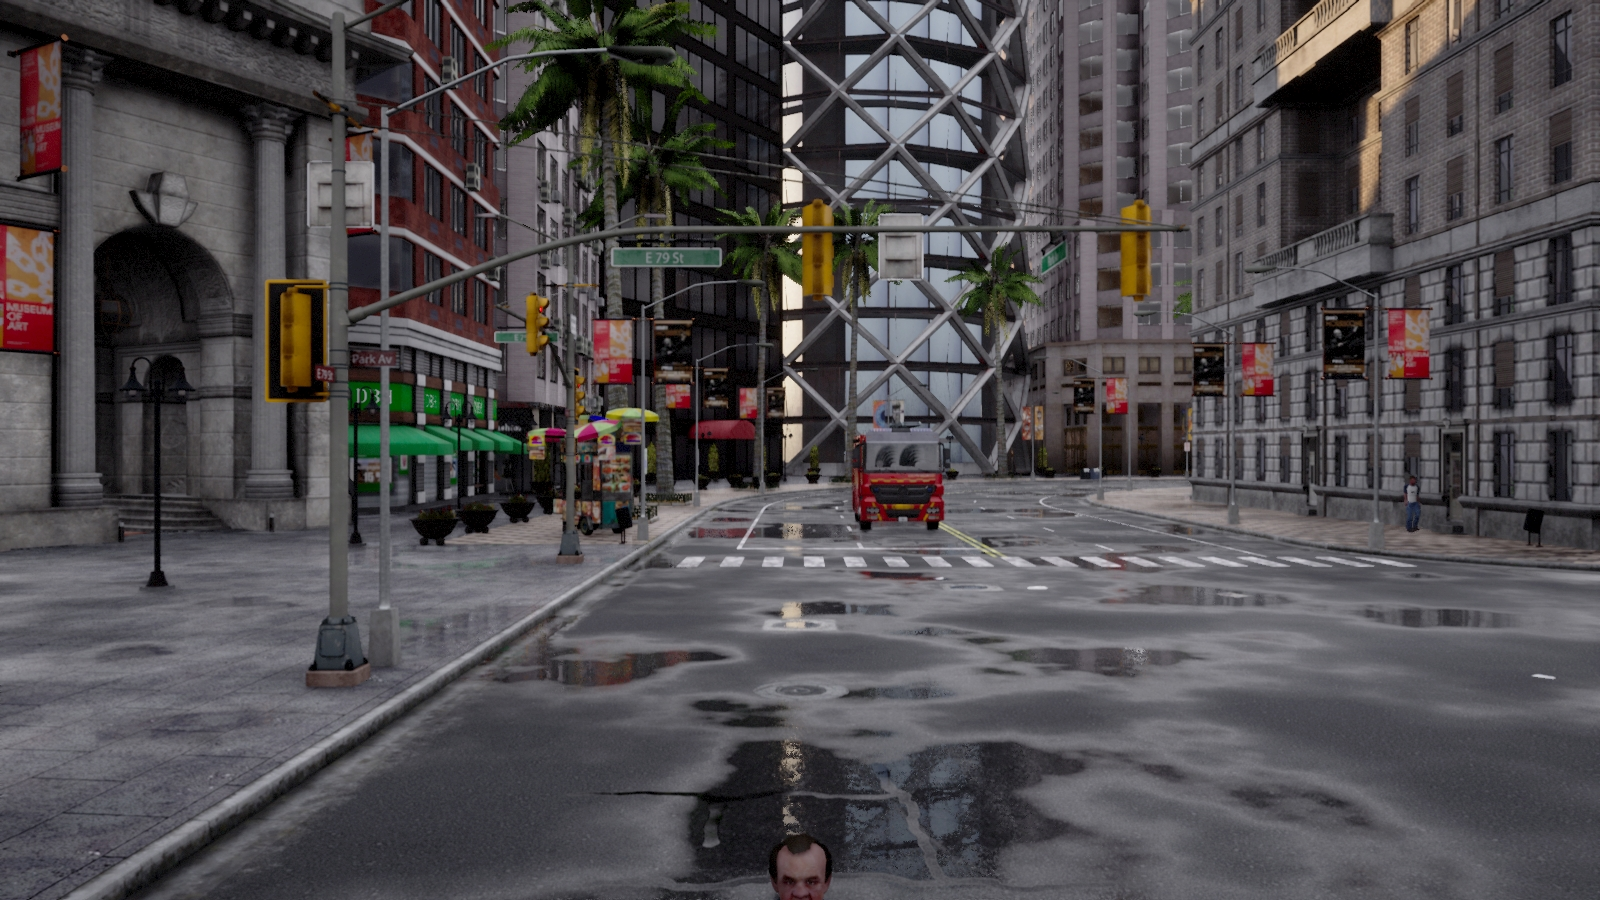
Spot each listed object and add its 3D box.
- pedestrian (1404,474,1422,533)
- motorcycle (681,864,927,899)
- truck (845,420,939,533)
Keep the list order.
[{"bbox_3d":[19.550,1.698,36.449,0.375,1.860,0.375,0,0,0],"label":"pedestrian"},{"bbox_3d":[0.013,2.182,3.412,0.856,1.236,1.805,0,0,0],"label":"motorcycle"},{"bbox_3d":[3.282,0.892,42.780,2.891,3.827,8.468,0,0,0],"label":"truck"}]
